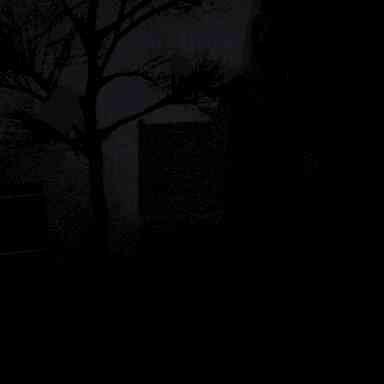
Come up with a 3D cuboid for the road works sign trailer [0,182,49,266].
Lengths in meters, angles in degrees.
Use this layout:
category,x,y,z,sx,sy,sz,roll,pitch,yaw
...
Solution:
category,x,y,z,sx,sy,sz,roll,pitch,yaw
road works sign trailer,-6.122,1.043,9.579,3.560,2.380,2.880,-5,2,-10
